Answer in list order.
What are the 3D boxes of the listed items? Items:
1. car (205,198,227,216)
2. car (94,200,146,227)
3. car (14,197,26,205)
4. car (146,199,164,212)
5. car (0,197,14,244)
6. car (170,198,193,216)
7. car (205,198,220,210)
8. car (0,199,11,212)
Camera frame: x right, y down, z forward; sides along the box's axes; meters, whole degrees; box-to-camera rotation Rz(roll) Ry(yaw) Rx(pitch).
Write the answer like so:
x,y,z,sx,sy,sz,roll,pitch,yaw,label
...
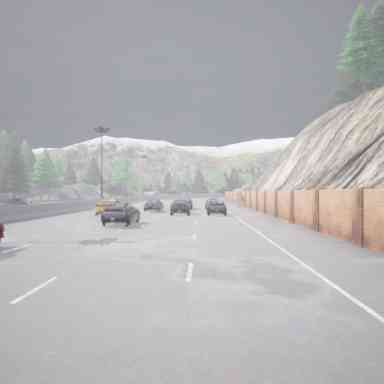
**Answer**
x,y,z,sx,sy,sz,roll,pitch,yaw,label
2.381,1.491,32.811,2.128,1.511,4.902,0,0,1,car
-4.866,1.490,23.076,2.128,1.511,4.902,0,0,1,car
-18.740,1.351,33.549,2.097,1.767,4.553,0,0,2,car
-4.462,1.547,39.236,2.033,1.411,5.357,0,0,1,car
-8.672,1.224,11.081,2.150,2.045,5.566,0,0,1,car
-1.115,1.504,33.045,1.837,1.490,4.892,0,0,1,car
2.642,1.525,43.256,1.812,1.442,4.674,0,0,1,car
-22.144,1.509,36.404,1.837,1.490,4.892,0,0,2,car
